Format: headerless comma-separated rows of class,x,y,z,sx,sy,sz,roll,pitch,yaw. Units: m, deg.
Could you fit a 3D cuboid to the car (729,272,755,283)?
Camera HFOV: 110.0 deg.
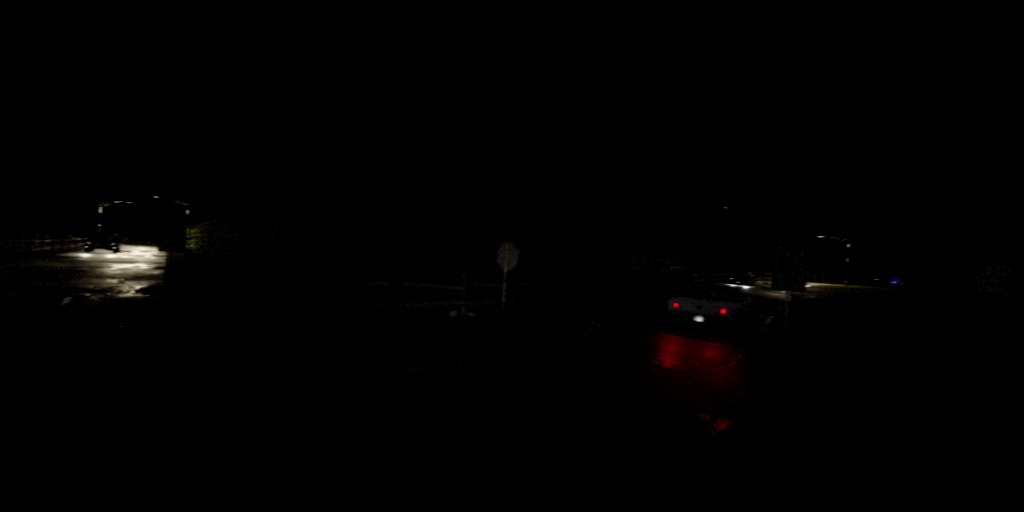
car,26.540,2.571,41.182,2.033,1.411,5.357,4,1,42

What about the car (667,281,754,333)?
car,7.123,1.694,12.610,1.895,1.301,4.718,4,1,40

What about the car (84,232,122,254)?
car,-41.608,-1.349,36.604,2.150,2.045,5.566,3,0,-44
